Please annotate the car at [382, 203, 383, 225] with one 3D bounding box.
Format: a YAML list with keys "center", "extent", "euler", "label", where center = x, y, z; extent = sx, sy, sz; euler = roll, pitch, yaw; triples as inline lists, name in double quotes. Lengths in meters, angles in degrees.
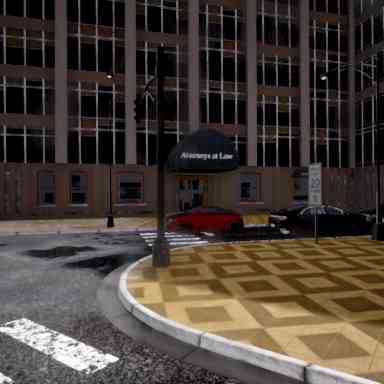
- center: [12.450, 1.304, 20.408]
  extent: [4.674, 1.442, 1.812]
  euler: [-1, 0, -14]
  label: "car"

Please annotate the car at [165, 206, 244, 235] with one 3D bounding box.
- center: [0.600, 1.431, 17.479]
  extent: [4.181, 1.385, 1.994]
  euler: [0, 0, -14]
  label: "car"

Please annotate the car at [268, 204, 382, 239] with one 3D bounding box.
- center: [6.075, 1.309, 15.896]
  extent: [4.902, 1.511, 2.128]
  euler: [0, 0, -14]
  label: "car"
